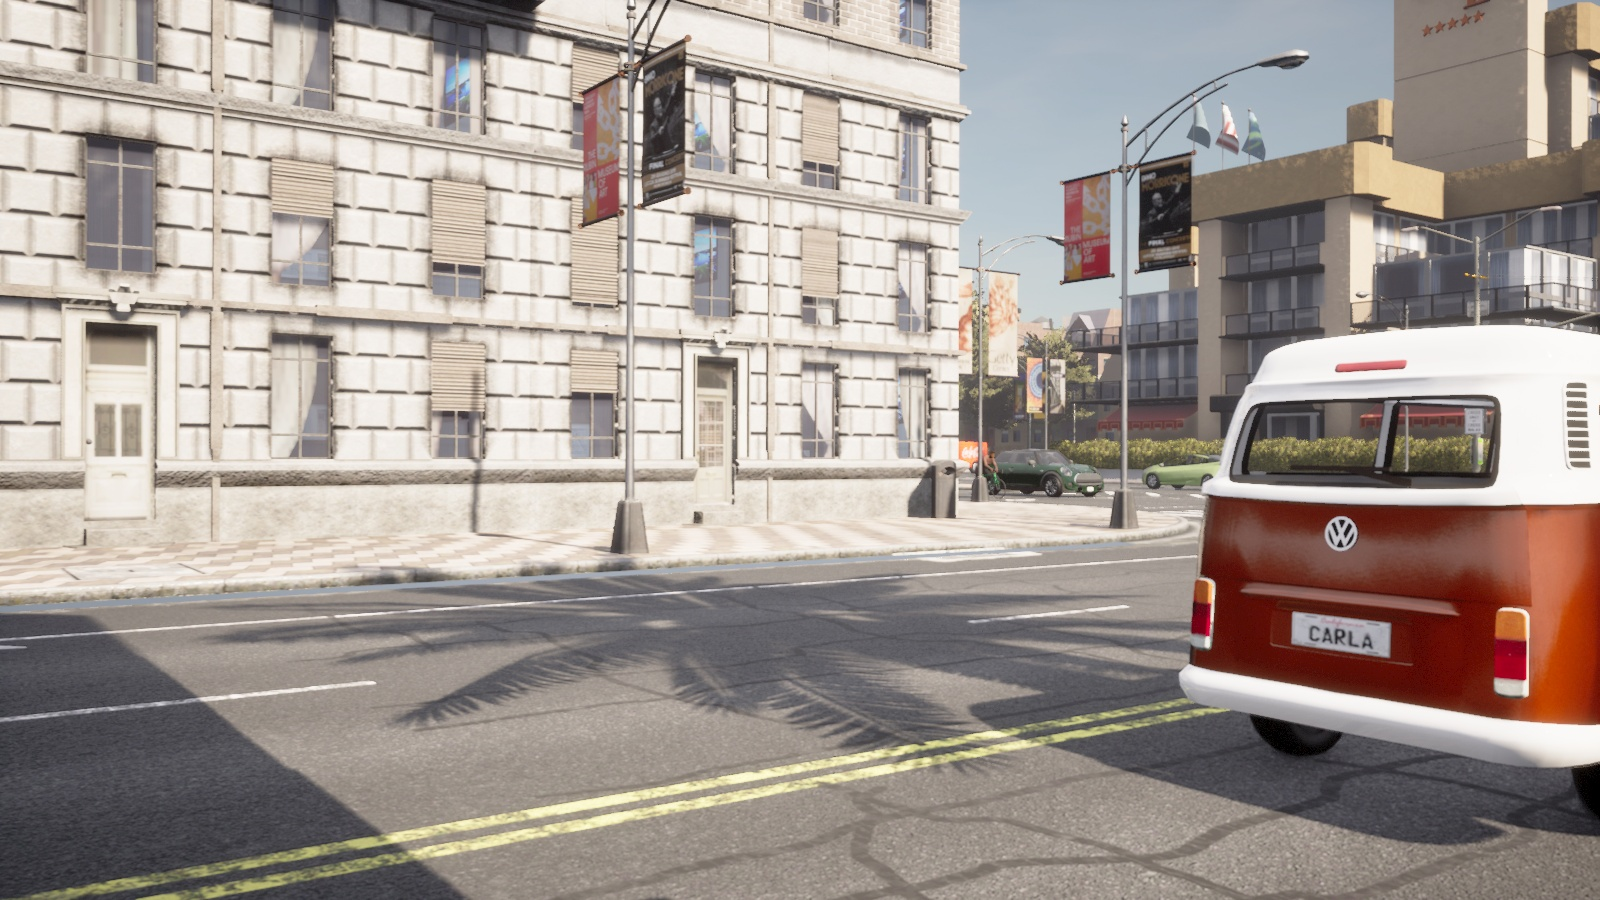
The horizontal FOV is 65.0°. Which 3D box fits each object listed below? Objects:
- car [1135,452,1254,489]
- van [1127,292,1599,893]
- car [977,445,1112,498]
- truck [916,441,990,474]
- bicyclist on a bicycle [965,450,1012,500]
[{"bbox_3d":[16.734,0.839,53.420,2.007,1.525,4.514,0,0,-35],"label":"car"},{"bbox_3d":[3.973,0.484,6.366,4.480,2.038,2.069,0,0,-35],"label":"van"},{"bbox_3d":[8.684,0.734,44.902,2.097,1.767,4.553,0,0,-35],"label":"car"},{"bbox_3d":[11.765,0.546,96.284,5.204,2.467,2.627,0,0,-36],"label":"truck"},{"bbox_3d":[6.326,0.822,42.181,0.582,1.620,1.656,0,0,-35],"label":"bicyclist on a bicycle"}]
